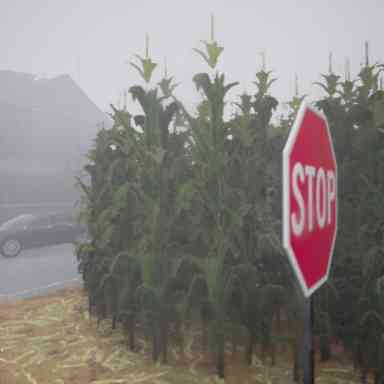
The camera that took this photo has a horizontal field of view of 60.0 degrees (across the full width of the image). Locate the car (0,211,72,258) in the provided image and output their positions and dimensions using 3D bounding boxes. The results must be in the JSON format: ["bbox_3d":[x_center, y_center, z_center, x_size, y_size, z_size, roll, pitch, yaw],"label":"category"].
[{"bbox_3d":[-6.240,1.585,13.499,1.837,1.490,4.892,0,0,36],"label":"car"}]
